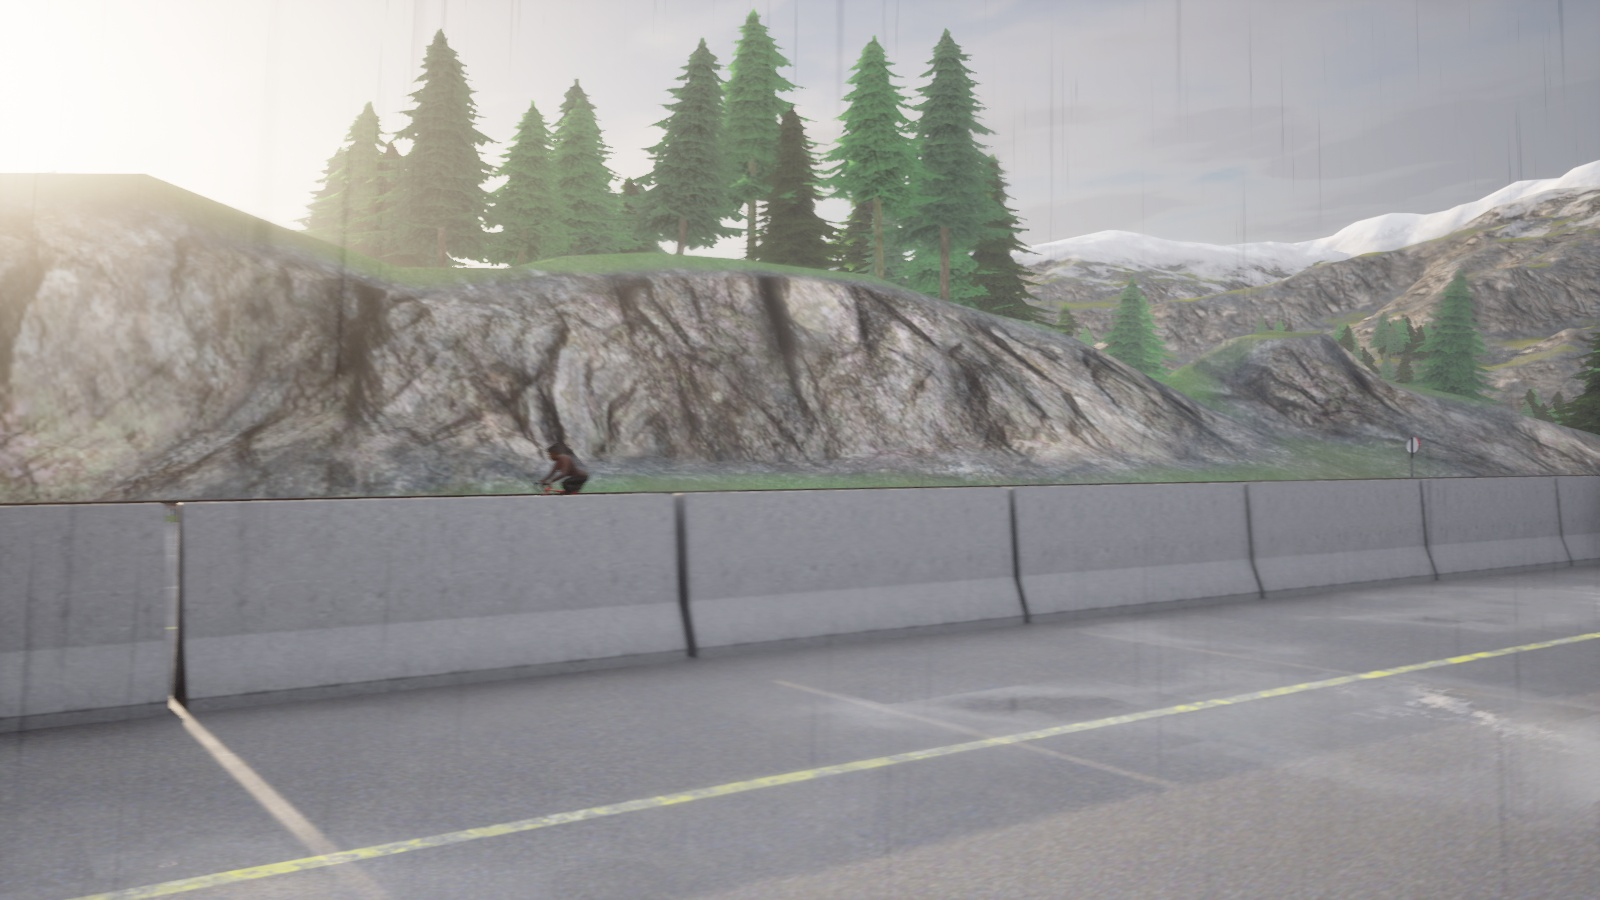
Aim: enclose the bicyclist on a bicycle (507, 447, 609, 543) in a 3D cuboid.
[{"bbox_3d":[-4.236,0.761,22.032,1.656,1.620,0.582,0,0,-35],"label":"bicyclist on a bicycle"}]
